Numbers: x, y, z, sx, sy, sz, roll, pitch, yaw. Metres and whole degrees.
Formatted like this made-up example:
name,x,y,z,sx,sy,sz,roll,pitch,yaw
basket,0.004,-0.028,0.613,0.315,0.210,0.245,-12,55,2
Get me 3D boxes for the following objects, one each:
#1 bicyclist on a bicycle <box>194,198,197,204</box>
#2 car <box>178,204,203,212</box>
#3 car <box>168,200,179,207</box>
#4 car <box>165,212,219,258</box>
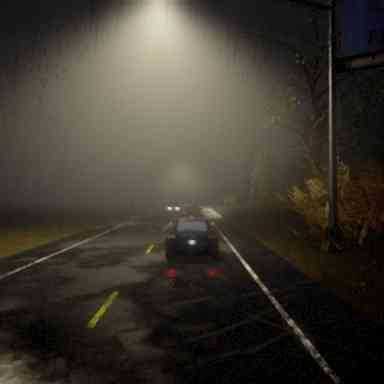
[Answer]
name,x,y,z,sx,sy,sz,roll,pitch,yaw
bicyclist on a bicycle,0.902,2.396,91.980,0.866,1.612,1.509,0,-1,0
car,0.003,1.828,28.904,1.812,1.442,4.674,0,0,0
car,-3.559,2.273,64.576,1.895,1.301,4.718,0,-1,1
car,0.010,1.705,13.378,1.994,1.385,4.181,0,-1,0
